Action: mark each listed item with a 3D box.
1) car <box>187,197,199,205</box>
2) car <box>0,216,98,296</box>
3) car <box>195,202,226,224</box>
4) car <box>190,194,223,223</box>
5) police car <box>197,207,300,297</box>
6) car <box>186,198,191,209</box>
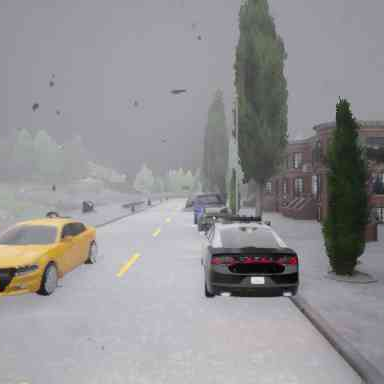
[{"bbox_3d":[0.129,1.564,58.911,1.994,1.385,4.181,0,0,0],"label":"car"},{"bbox_3d":[-3.981,1.477,8.853,1.882,1.535,5.008,0,0,0],"label":"car"},{"bbox_3d":[1.240,1.505,18.604,1.837,1.490,4.892,0,0,0],"label":"car"},{"bbox_3d":[1.193,1.174,24.634,2.150,2.045,5.566,-3,0,0],"label":"car"},{"bbox_3d":[1.219,1.425,8.714,1.930,1.638,5.238,0,0,0],"label":"police car"},{"bbox_3d":[0.118,1.601,46.176,1.895,1.301,4.718,0,0,1],"label":"car"}]
